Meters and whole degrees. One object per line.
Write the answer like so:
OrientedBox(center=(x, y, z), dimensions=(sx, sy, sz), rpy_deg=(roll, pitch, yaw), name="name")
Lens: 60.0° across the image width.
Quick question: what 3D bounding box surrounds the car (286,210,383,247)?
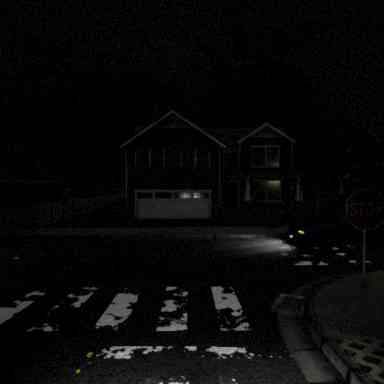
OrientedBox(center=(6.815, 1.444, 13.918), dimensions=(5.357, 1.411, 2.033), rpy_deg=(-1, 1, 0), name="car")
